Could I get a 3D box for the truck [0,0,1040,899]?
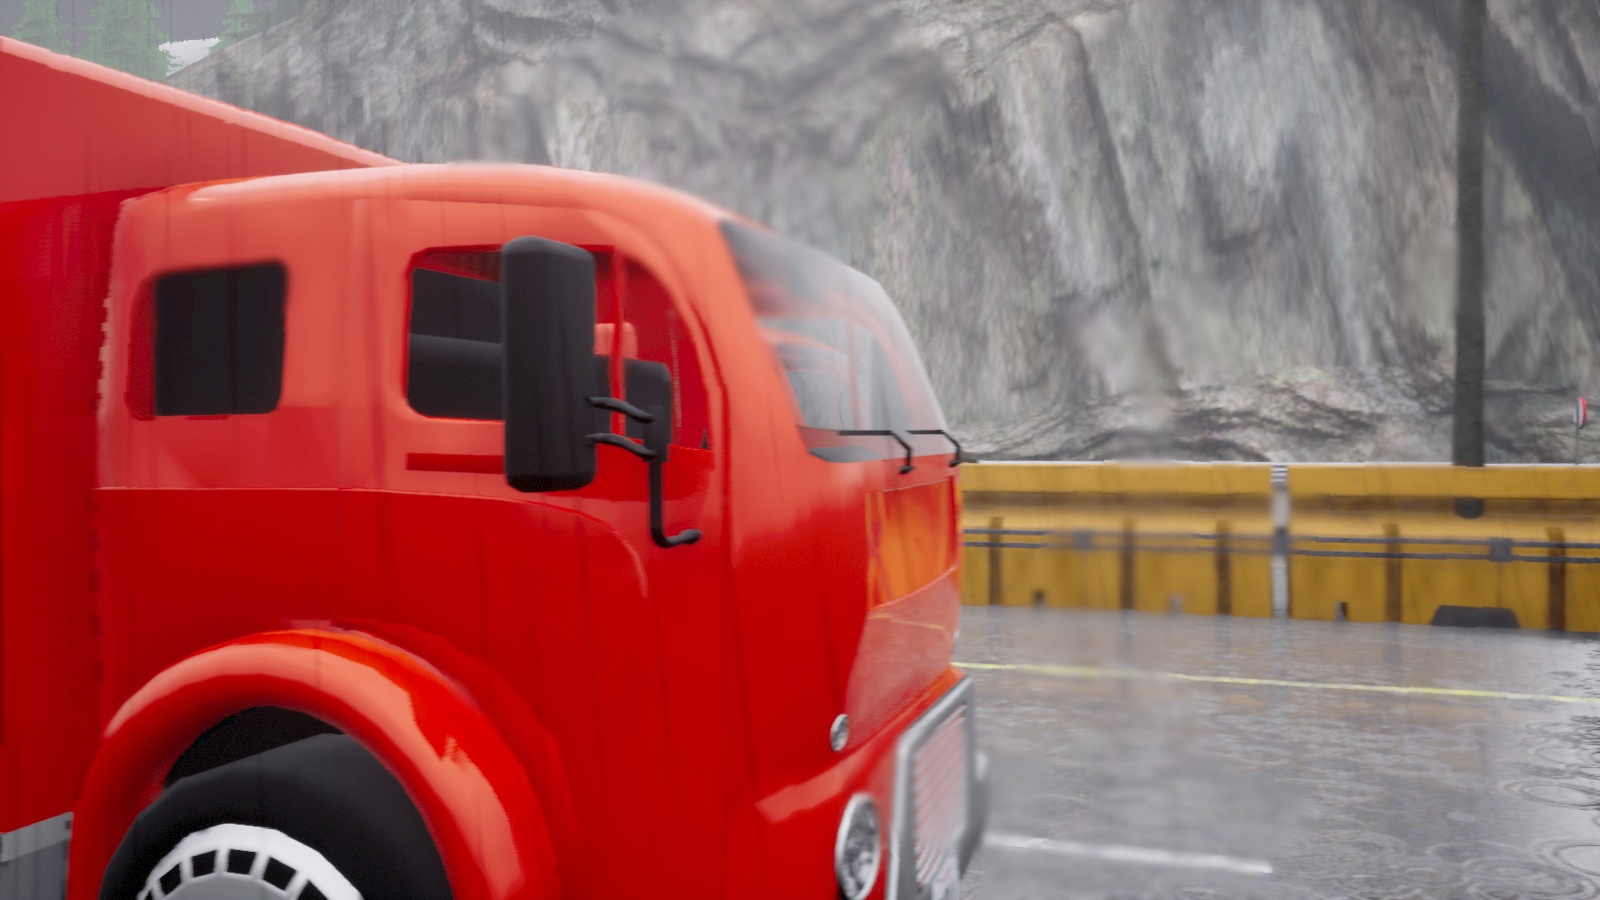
[{"bbox_3d":[-2.065,0.274,3.879,5.204,2.467,2.627,0,1,19],"label":"truck"}]
